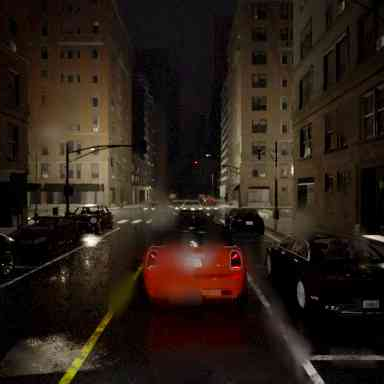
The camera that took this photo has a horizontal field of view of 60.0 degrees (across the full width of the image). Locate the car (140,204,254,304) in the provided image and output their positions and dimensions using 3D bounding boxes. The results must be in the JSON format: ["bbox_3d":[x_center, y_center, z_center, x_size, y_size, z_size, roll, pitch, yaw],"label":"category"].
[{"bbox_3d":[0.053,1.352,8.334,2.097,1.767,4.553,0,0,0],"label":"car"}]

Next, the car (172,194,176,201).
[{"bbox_3d":[-5.685,1.626,82.441,1.752,1.417,4.829,0,0,0],"label":"car"}]

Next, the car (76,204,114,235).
[{"bbox_3d":[-5.691,1.441,18.466,1.967,1.590,4.097,0,0,0],"label":"car"}]

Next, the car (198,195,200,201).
[{"bbox_3d":[2.831,1.607,66.383,2.008,1.369,4.403,0,0,0],"label":"car"}]

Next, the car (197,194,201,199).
[{"bbox_3d":[2.836,1.524,77.202,1.967,1.590,4.097,0,0,0],"label":"car"}]

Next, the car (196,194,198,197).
[{"bbox_3d":[2.843,1.560,88.019,1.967,1.590,4.097,0,0,0],"label":"car"}]

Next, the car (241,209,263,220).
[{"bbox_3d":[2.834,1.566,18.475,1.947,1.339,4.313,0,0,0],"label":"car"}]

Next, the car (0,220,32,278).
[{"bbox_3d":[-5.678,1.565,7.463,1.947,1.339,4.313,0,0,0],"label":"car"}]

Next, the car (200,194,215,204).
[{"bbox_3d":[2.823,1.476,55.566,1.967,1.590,4.097,0,0,0],"label":"car"}]

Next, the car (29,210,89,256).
[{"bbox_3d":[-5.685,1.582,12.964,1.802,1.307,4.206,0,0,0],"label":"car"}]

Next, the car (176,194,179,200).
[{"bbox_3d":[-5.679,1.456,93.429,2.192,1.841,5.009,0,0,0],"label":"car"}]

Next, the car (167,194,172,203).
[{"bbox_3d":[-5.694,1.606,66.385,2.008,1.369,4.403,0,0,0],"label":"car"}]

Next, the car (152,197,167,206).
[{"bbox_3d":[-5.701,1.618,55.569,1.802,1.307,4.206,0,0,0],"label":"car"}]

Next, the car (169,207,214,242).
[{"bbox_3d":[-0.016,1.564,16.988,1.994,1.385,4.181,0,0,0],"label":"car"}]

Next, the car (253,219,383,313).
[{"bbox_3d":[2.847,1.551,7.473,2.008,1.369,4.403,0,0,0],"label":"car"}]
